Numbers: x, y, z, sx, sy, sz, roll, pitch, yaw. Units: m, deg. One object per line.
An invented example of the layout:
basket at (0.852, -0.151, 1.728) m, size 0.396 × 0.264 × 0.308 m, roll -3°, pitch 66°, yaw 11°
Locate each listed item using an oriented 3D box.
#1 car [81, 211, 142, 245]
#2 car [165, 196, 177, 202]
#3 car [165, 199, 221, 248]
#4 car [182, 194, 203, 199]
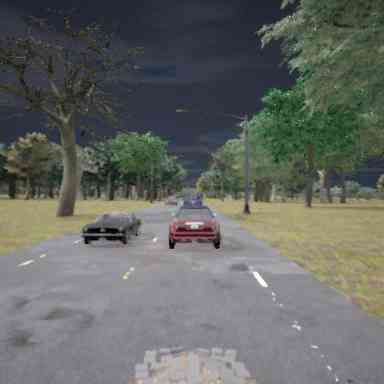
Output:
car at (-3.599, 1.609, 15.626) m, size 1.895 × 1.301 × 4.718 m, roll 0°, pitch 0°, yaw 0°
car at (-3.543, 1.514, 57.833) m, size 2.097 × 1.767 × 4.553 m, roll 0°, pitch 0°, yaw 0°
car at (0.101, 1.360, 15.035) m, size 2.097 × 1.767 × 4.553 m, roll 0°, pitch 0°, yaw 0°
car at (0.103, 1.277, 37.480) m, size 2.150 × 2.045 × 5.566 m, roll 0°, pitch 0°, yaw 0°
